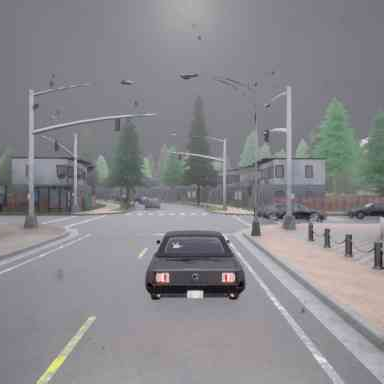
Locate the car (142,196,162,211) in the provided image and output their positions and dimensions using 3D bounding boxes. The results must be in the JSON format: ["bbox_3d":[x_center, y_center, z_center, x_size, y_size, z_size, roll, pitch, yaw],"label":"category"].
[{"bbox_3d":[-4.826,1.470,41.063,1.837,1.490,4.892,0,0,-5],"label":"car"}]

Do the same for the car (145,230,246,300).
[{"bbox_3d":[0.032,1.601,8.349,1.895,1.301,4.718,0,0,-1],"label":"car"}]

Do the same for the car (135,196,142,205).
[{"bbox_3d":[-7.962,1.491,56.906,1.812,1.442,4.674,0,0,-19],"label":"car"}]

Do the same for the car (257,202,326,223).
[{"bbox_3d":[7.332,1.476,24.634,4.902,1.511,2.128,0,0,4],"label":"car"}]

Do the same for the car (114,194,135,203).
[{"bbox_3d":[-14.458,1.499,70.912,2.033,1.411,5.357,0,0,-31],"label":"car"}]

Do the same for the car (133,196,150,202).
[{"bbox_3d":[-10.968,1.505,71.945,1.994,1.385,4.181,0,0,-36],"label":"car"}]

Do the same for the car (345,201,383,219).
[{"bbox_3d":[15.403,1.510,28.078,4.674,1.442,1.812,0,0,1],"label":"car"}]

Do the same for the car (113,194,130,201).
[{"bbox_3d":[-16.972,1.322,80.005,4.674,1.442,1.812,0,0,45],"label":"car"}]
